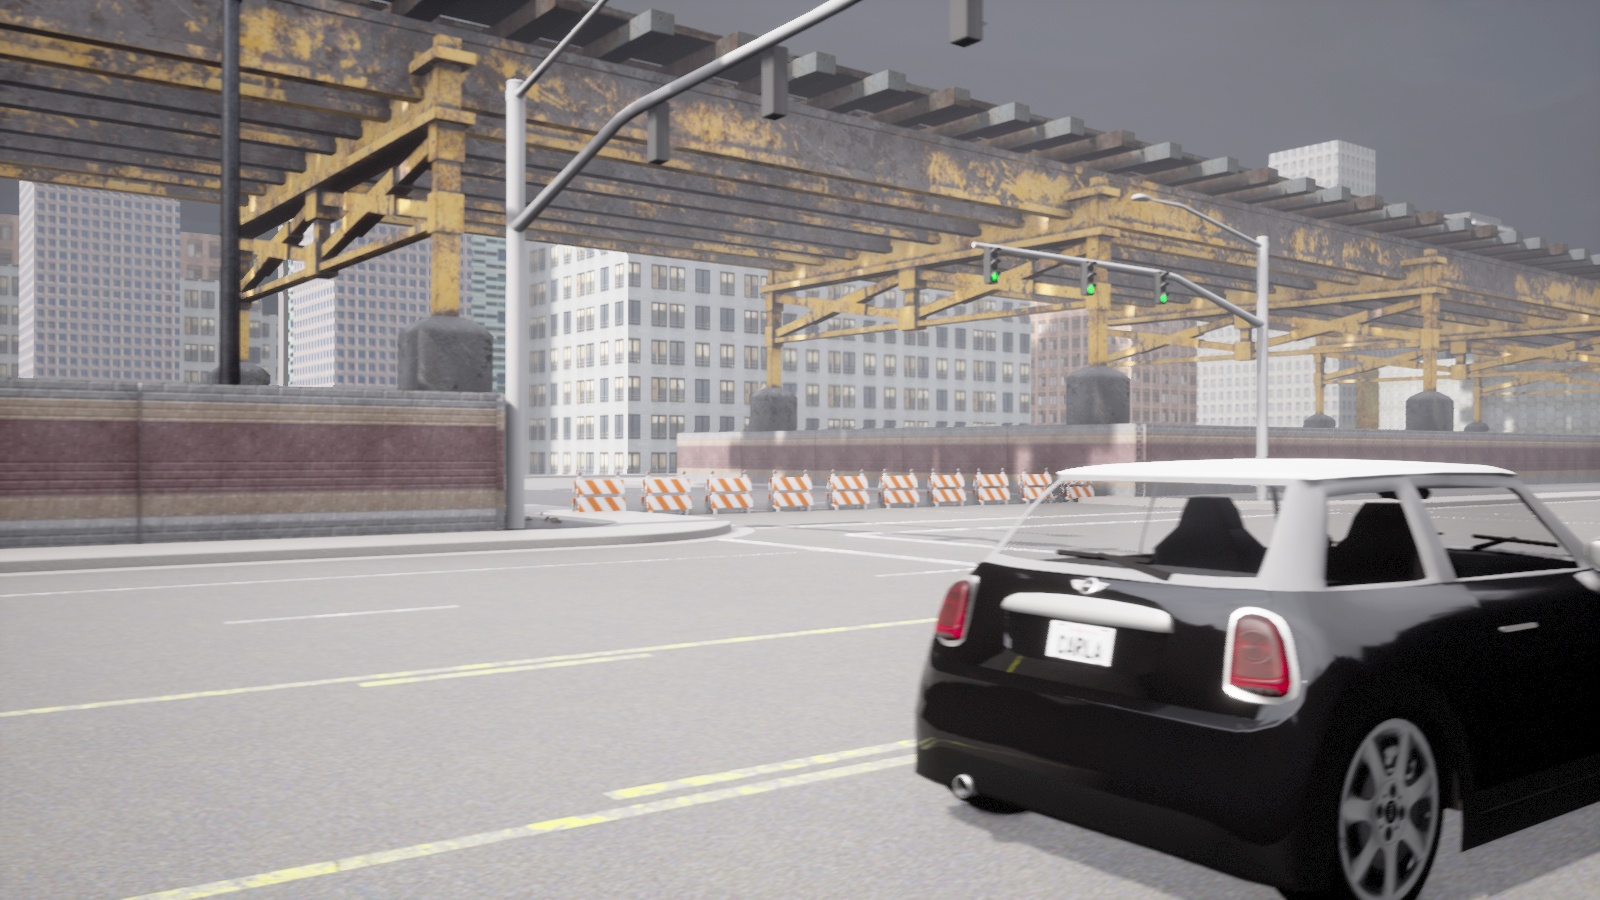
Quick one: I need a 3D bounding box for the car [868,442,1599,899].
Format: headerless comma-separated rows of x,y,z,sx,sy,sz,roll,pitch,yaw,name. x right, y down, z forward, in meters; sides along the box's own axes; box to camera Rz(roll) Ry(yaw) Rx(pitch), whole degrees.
2.396,0.719,5.420,3.806,1.475,1.970,0,0,-36,car
